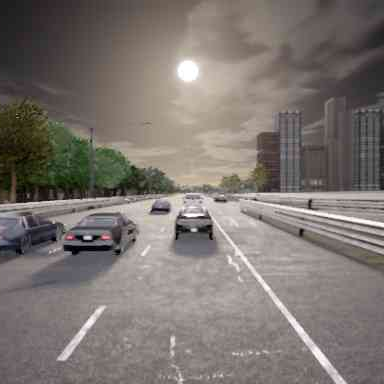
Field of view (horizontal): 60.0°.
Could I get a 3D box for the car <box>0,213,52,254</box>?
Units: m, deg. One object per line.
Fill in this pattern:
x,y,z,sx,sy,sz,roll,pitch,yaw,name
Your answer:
-6.900,1.540,13.317,2.033,1.411,5.357,0,0,0,car

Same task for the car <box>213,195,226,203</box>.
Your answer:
5.649,1.437,68.521,2.163,1.488,4.792,0,0,-7,car

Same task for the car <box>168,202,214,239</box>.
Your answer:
0.095,1.479,17.282,2.128,1.511,4.902,0,0,0,car

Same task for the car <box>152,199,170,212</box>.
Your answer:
-3.406,1.513,37.532,1.994,1.385,4.181,0,0,0,car

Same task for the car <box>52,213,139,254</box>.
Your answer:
-3.401,1.540,13.354,2.033,1.411,5.357,0,0,0,car

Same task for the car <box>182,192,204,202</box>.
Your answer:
0.095,1.173,36.212,2.150,2.045,5.566,0,0,0,car
